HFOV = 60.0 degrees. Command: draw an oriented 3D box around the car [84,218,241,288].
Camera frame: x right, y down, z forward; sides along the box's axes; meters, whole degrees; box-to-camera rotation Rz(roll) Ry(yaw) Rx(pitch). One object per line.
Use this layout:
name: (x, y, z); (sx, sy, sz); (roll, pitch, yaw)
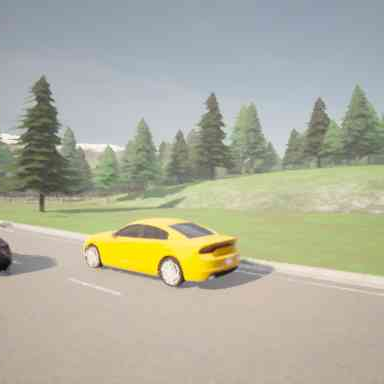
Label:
car: (-1.057, 1.486, 9.409); (5.008, 1.535, 1.882); (0, 0, 38)

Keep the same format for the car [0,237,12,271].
car: (-7.058, 1.561, 9.756); (4.181, 1.385, 1.994); (0, 0, 39)
